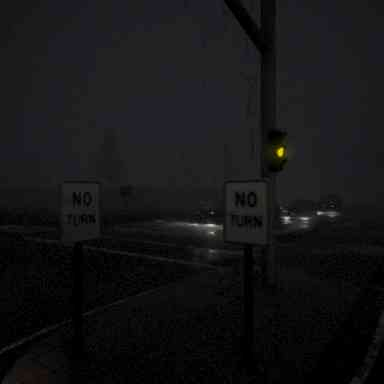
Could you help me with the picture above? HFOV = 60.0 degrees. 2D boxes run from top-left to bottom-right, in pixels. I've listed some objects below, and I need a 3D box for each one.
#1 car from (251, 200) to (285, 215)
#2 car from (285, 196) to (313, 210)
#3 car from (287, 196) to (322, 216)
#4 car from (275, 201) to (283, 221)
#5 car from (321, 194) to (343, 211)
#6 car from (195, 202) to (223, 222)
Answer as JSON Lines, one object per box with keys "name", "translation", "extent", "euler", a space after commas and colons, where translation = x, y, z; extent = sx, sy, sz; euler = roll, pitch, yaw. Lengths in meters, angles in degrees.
{"name": "car", "translation": [7.975, 1.573, 34.820], "extent": [1.994, 1.385, 4.181], "euler": [0, 0, 36]}
{"name": "car", "translation": [13.935, 1.362, 42.974], "extent": [2.097, 1.767, 4.553], "euler": [0, 0, 36]}
{"name": "car", "translation": [11.014, 1.484, 33.048], "extent": [1.882, 1.535, 5.008], "euler": [0, 0, 36]}
{"name": "car", "translation": [4.861, 1.359, 24.618], "extent": [2.097, 1.767, 4.553], "euler": [0, 0, 36]}
{"name": "car", "translation": [17.201, 1.226, 41.515], "extent": [2.150, 2.045, 5.566], "euler": [0, 0, 36]}
{"name": "car", "translation": [2.130, 1.536, 26.802], "extent": [1.812, 1.442, 4.674], "euler": [0, 0, 36]}
